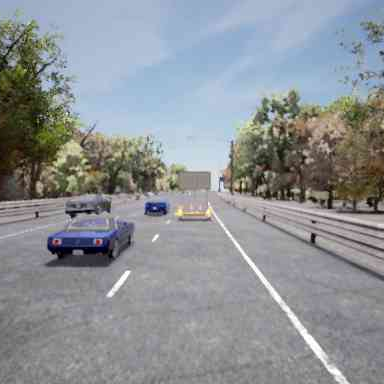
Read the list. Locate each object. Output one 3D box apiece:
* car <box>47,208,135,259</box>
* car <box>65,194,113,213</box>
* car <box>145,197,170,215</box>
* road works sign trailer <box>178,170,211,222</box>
[{"bbox_3d":[-3.345,1.477,12.040,1.895,1.301,4.718,0,1,0],"label":"car"},{"bbox_3d":[-6.782,0.887,22.380,2.033,1.411,5.357,-4,0,0],"label":"car"},{"bbox_3d":[-3.094,1.179,30.441,1.882,1.535,5.008,0,1,1],"label":"car"},{"bbox_3d":[0.196,0.240,24.067,2.380,3.560,2.880,0,1,2],"label":"road works sign trailer"}]
